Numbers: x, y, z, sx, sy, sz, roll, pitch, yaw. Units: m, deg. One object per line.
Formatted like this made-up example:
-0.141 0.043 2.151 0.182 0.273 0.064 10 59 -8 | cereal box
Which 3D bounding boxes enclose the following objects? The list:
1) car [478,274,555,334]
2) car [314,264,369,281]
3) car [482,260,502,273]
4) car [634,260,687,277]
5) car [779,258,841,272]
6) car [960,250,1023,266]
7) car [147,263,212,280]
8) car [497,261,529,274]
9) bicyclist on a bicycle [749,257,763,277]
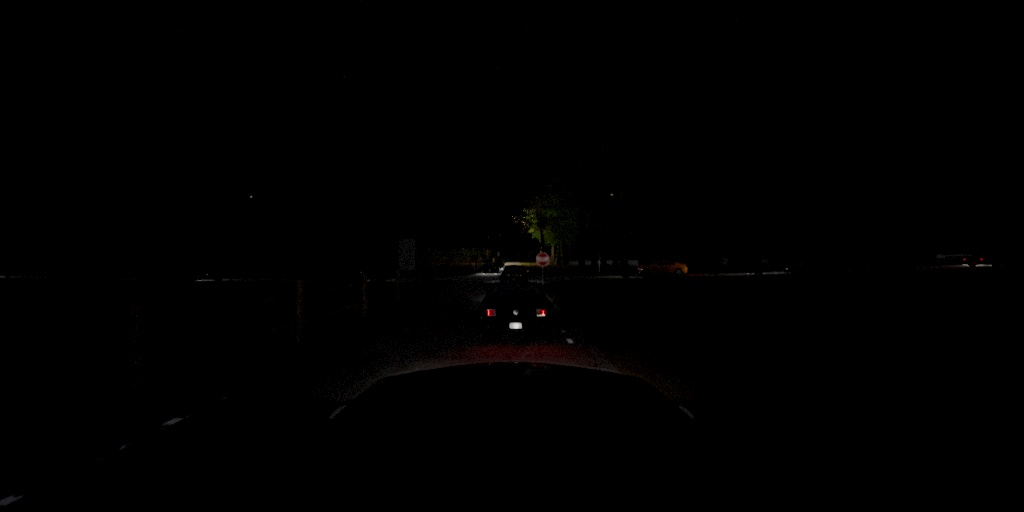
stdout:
0.113 1.410 10.864 1.895 1.301 4.718 0 0 0 | car
-15.382 1.462 32.415 4.674 1.442 1.812 0 -1 0 | car
-2.757 1.516 47.936 1.812 1.442 4.674 0 0 2 | car
14.581 1.199 35.375 5.008 1.535 1.882 -1 -1 0 | car
29.311 0.900 35.384 4.718 1.301 1.895 -2 -1 0 | car
44.108 0.268 32.505 4.718 1.301 1.895 -2 -1 0 | car
-29.982 1.407 32.414 4.892 1.490 1.837 1 -1 0 | car
0.150 1.387 25.233 1.837 1.490 4.892 0 1 0 | car
19.963 0.916 29.394 0.582 1.620 1.656 -1 -1 0 | bicyclist on a bicycle
